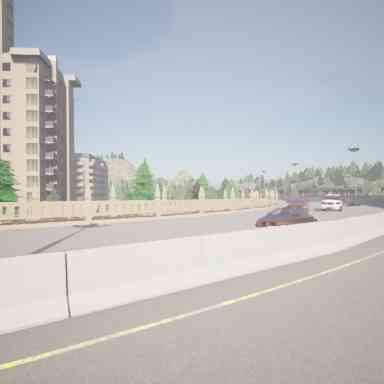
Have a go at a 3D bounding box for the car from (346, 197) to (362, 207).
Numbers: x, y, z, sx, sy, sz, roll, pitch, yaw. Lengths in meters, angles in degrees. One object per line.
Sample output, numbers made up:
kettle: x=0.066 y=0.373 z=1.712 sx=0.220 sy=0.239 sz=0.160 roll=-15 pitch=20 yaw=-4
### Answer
car: x=26.922 y=1.692 z=55.344 sx=1.837 sy=1.490 sz=4.892 roll=0 pitch=-1 yaw=17

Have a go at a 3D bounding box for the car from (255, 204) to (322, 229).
car: x=5.255 y=1.586 z=18.433 sx=1.994 sy=1.385 sz=4.181 roll=0 pitch=0 yaw=43

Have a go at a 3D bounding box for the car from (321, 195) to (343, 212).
car: x=17.340 y=1.343 z=41.087 sx=2.150 sy=2.045 sz=5.566 roll=0 pitch=0 yaw=27

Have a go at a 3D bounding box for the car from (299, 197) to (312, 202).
car: x=27.545 y=1.834 z=80.875 sx=1.895 sy=1.301 sz=4.718 roll=0 pitch=0 yaw=3

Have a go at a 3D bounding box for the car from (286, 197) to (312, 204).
car: x=13.046 y=1.600 z=40.551 sx=1.882 sy=1.535 sz=5.008 roll=0 pitch=0 yaw=28

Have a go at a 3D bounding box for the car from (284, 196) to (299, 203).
car: x=24.037 y=1.819 z=80.491 sx=2.033 sy=1.411 sz=5.357 roll=0 pitch=0 yaw=3
